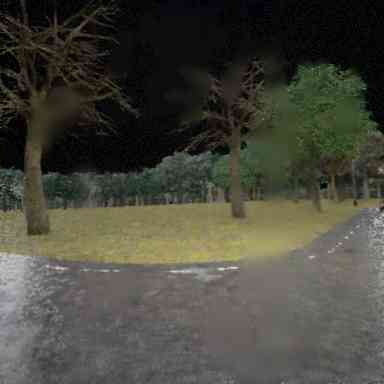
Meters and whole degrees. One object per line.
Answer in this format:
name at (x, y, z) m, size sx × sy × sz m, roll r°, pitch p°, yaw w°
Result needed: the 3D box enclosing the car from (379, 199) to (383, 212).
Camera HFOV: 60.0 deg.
car at (24.092, 1.557, 40.735) m, size 1.882 × 1.535 × 5.008 m, roll -4°, pitch -2°, yaw 31°
